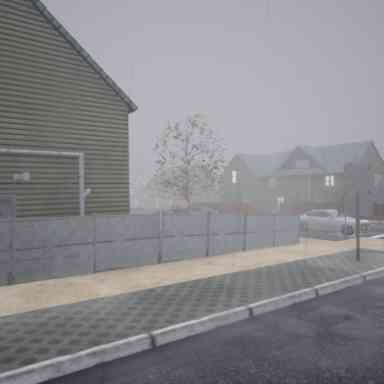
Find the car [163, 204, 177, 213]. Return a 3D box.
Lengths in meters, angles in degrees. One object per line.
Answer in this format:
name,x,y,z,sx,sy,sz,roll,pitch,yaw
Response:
car,-1.633,2.190,39.285,1.882,1.535,5.008,-1,-1,-36

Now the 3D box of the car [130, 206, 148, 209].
car,-6.505,2.422,41.024,1.994,1.385,4.181,-1,-1,-36

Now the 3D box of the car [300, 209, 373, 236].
car,8.427,1.777,20.211,1.812,1.442,4.674,-1,-1,-35

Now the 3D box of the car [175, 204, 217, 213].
car,0.992,2.101,30.575,2.033,1.411,5.357,-1,-1,-36
